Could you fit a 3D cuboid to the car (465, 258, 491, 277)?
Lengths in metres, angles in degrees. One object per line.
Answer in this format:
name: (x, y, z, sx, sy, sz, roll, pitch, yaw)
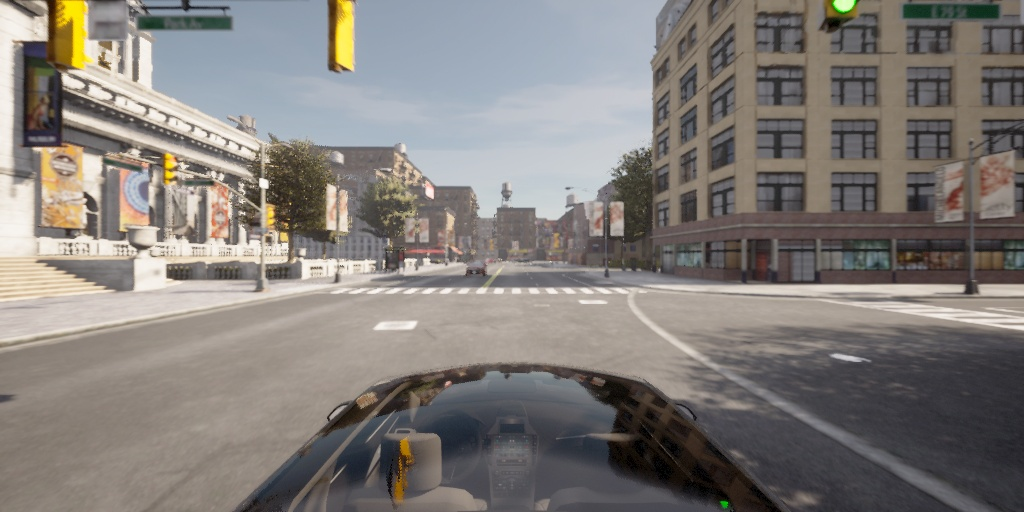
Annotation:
car: (-3.491, 1.234, 35.842, 1.882, 1.535, 5.008, 0, 0, 0)
